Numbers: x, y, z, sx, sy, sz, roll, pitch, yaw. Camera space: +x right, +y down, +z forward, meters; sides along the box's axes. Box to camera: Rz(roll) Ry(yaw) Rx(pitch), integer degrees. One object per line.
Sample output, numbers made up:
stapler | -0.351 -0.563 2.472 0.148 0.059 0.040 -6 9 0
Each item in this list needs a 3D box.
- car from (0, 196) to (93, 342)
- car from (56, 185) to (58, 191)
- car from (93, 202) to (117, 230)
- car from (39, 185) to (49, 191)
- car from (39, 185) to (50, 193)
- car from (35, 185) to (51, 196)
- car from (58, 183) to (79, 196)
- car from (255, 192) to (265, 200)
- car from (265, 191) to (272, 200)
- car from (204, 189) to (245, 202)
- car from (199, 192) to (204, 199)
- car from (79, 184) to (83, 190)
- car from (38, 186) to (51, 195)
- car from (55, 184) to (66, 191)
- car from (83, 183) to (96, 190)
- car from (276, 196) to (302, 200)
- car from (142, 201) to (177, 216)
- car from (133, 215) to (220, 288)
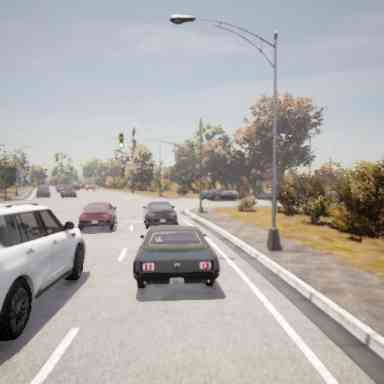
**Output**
car | -3.794 1.231 6.574 2.150 2.045 5.566 0 1 -3
car | -26.301 -0.814 67.856 2.097 1.767 4.553 -1 2 -24
car | -5.391 1.300 19.305 1.812 1.442 4.674 0 2 -10
car | -34.129 -0.940 76.640 1.994 1.385 4.181 -1 2 -24
car | -30.029 -0.677 67.607 1.882 1.535 5.008 -1 2 -24
car | -22.513 0.033 50.401 1.837 1.490 4.892 -1 3 -22
car | -18.758 -0.125 50.526 2.097 1.767 4.553 -1 3 -23
car | 11.639 0.535 49.766 4.181 1.385 1.994 2 2 -20
car | 13.429 0.667 46.720 5.357 1.411 2.033 2 2 -21
car | 4.416 0.548 43.251 4.718 1.301 1.895 0 2 -21
car | 3.319 0.320 46.572 4.892 1.490 1.837 1 2 -21
car | -28.186 -1.170 80.476 1.882 1.535 5.008 -1 2 -24
car | -26.006 -0.241 58.586 1.994 1.385 4.181 -1 3 -24
car | -30.469 -0.986 77.042 2.128 1.511 4.902 -1 2 -24
car | -25.157 -1.361 82.267 2.097 1.767 4.553 -1 2 -24
car | 13.468 0.822 42.777 4.718 1.301 1.895 2 2 -21
car | -1.959 1.275 19.904 1.812 1.442 4.674 0 2 -10
car | -0.507 1.578 9.276 1.895 1.301 4.718 0 1 -5
